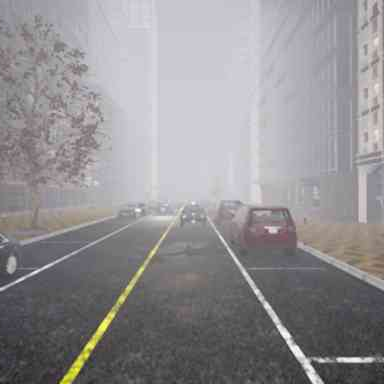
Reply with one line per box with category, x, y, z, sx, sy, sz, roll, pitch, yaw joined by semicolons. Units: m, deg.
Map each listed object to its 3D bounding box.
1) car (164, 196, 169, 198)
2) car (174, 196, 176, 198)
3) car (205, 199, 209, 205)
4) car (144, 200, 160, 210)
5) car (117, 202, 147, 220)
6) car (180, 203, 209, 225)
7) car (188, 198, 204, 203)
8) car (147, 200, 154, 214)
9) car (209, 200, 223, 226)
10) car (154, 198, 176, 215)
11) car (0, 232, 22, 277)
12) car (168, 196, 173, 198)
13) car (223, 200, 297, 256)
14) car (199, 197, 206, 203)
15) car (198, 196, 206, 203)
car;-5.683;1.899;59.001;2.008;1.369;4.403;0;0;0
car;-5.680;2.051;81.770;1.802;1.307;4.206;0;0;0
car;2.696;1.747;36.389;1.752;1.417;4.829;0;0;0
car;-5.683;1.868;47.615;1.802;1.307;4.206;0;0;0
car;-5.685;1.740;30.540;2.008;1.369;4.403;0;0;0
car;0.101;1.757;25.170;1.895;1.301;4.718;0;0;0
car;0.103;1.817;42.004;1.994;1.385;4.181;0;0;0
car;-5.685;1.788;36.233;1.947;1.339;4.313;0;0;0
car;2.696;1.469;24.837;2.192;1.841;5.009;0;0;0
car;-3.091;1.724;37.935;2.128;1.511;4.902;0;0;0
car;-5.688;1.601;7.772;2.008;1.369;4.403;0;0;0
car;-5.681;1.954;70.386;1.887;1.381;4.507;0;0;0
car;2.695;1.400;13.453;2.192;1.841;5.009;0;0;0
car;2.699;1.944;64.680;1.947;1.339;4.313;0;0;0
car;2.702;1.937;87.447;1.967;1.590;4.097;0;0;0
